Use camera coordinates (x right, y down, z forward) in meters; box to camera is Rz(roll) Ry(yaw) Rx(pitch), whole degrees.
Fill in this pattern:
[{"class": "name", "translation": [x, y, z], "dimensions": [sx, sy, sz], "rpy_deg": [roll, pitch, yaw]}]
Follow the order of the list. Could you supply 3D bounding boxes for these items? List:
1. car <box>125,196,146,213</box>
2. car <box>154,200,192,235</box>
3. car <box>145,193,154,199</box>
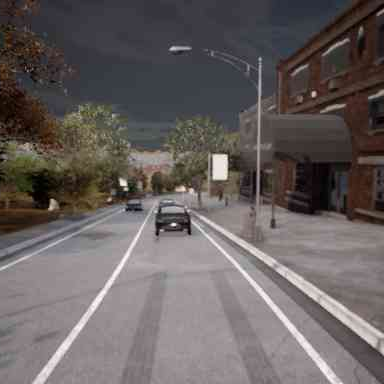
[{"class": "car", "translation": [-6.555, 1.561, 38.300], "dimensions": [2.033, 1.411, 5.357], "rpy_deg": [-1, 0, -5]}, {"class": "car", "translation": [-1.104, 1.453, 18.808], "dimensions": [1.882, 1.535, 5.008], "rpy_deg": [-1, 0, -5]}, {"class": "car", "translation": [-10.211, 1.043, 79.604], "dimensions": [2.097, 1.767, 4.553], "rpy_deg": [-1, 0, -5]}]
